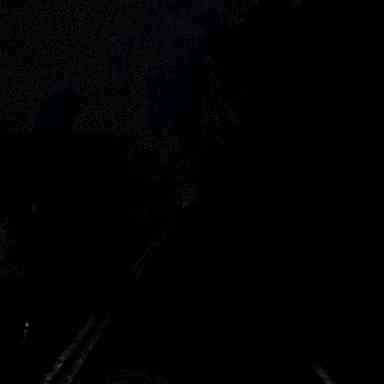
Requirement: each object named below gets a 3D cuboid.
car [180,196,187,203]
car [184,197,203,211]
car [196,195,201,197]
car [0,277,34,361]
[{"bbox_3d":[-1.894,1.781,80.380,2.128,1.511,4.902,0,0,2],"label":"car"},{"bbox_3d":[0.432,1.761,43.737,2.033,1.411,5.357,0,0,1],"label":"car"},{"bbox_3d":[1.494,1.784,84.629,2.033,1.411,5.357,0,0,2],"label":"car"},{"bbox_3d":[-3.347,1.570,3.278,1.994,1.385,4.181,0,0,0],"label":"car"}]
